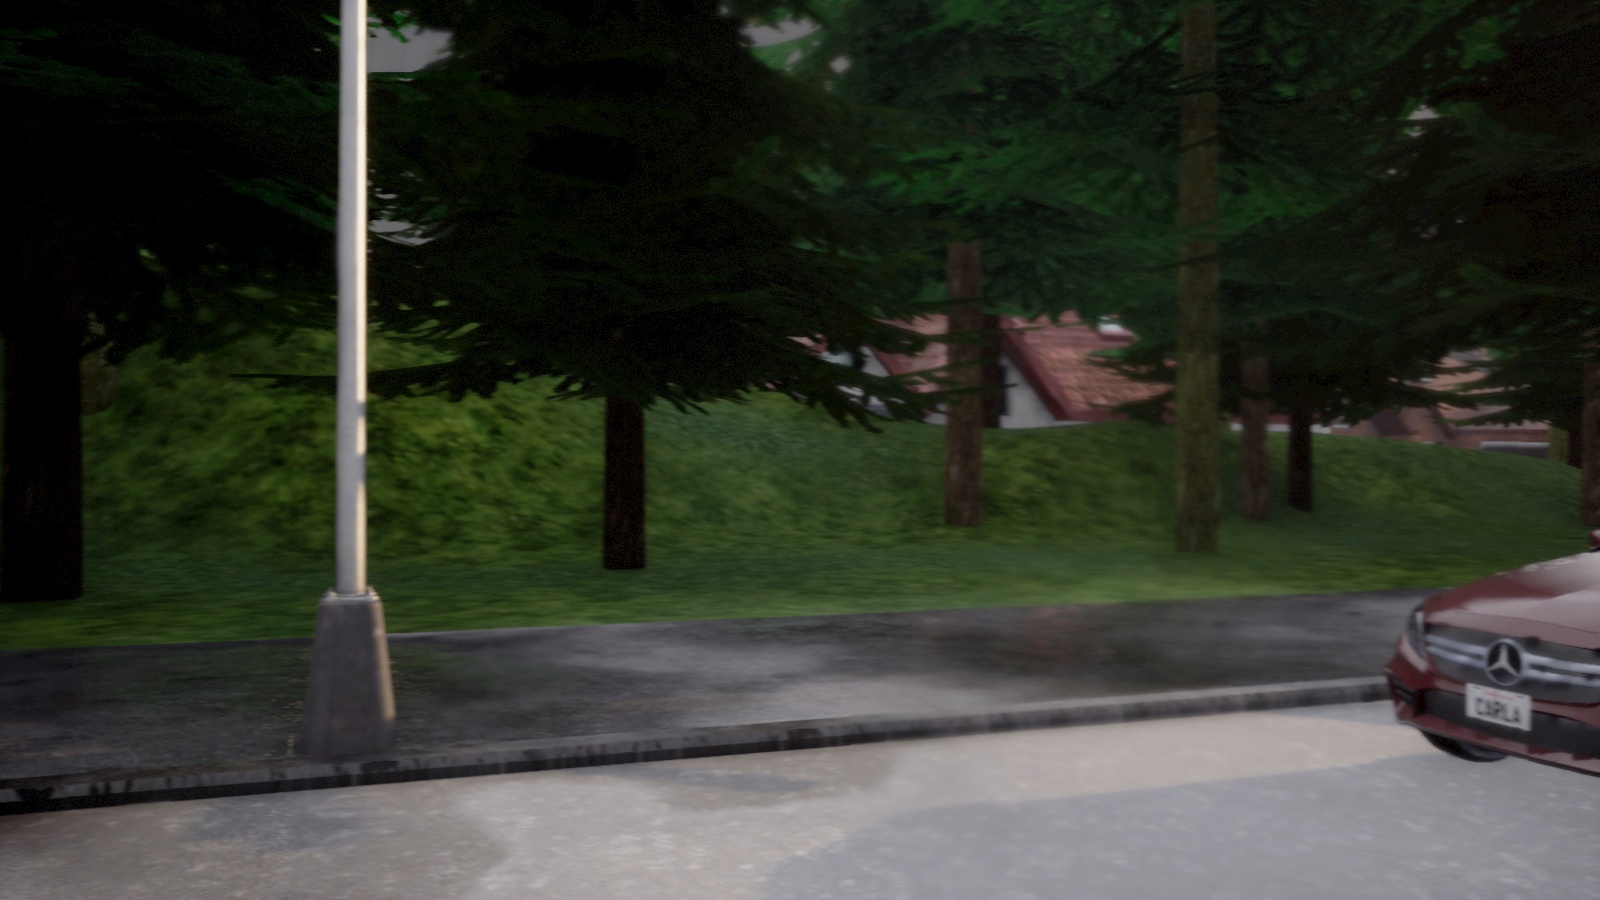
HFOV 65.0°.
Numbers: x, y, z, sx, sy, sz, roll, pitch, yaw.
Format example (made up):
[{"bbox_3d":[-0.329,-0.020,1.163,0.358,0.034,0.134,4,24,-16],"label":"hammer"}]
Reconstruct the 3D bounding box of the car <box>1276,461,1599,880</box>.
[{"bbox_3d":[4.732,0.778,5.845,4.674,1.442,1.812,0,0,-21],"label":"car"}]
